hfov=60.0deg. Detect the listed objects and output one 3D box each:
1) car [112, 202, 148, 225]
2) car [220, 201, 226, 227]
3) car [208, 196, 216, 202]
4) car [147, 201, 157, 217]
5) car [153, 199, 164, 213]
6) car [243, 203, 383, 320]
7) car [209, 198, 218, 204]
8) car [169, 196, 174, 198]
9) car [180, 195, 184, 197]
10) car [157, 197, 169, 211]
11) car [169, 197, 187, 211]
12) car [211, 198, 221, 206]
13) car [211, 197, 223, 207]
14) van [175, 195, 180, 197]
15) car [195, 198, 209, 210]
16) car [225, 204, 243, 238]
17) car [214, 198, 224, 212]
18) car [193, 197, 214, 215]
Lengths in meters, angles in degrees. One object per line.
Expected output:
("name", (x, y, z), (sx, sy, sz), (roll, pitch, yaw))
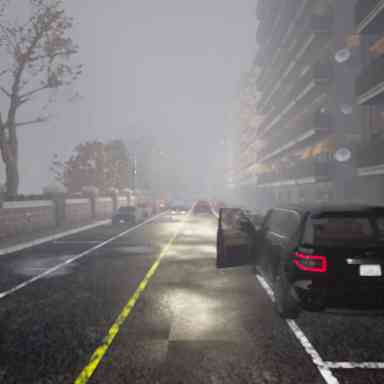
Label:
("car", (-4.907, 1.714, 25.761), (1.947, 1.339, 4.313), (0, 0, 2))
("car", (3.470, 1.648, 25.523), (1.887, 1.381, 4.507), (0, 0, 2))
("car", (5.224, 1.907, 87.429), (1.967, 1.590, 4.097), (0, 0, 2))
("car", (-4.748, 1.755, 31.390), (1.802, 1.307, 4.206), (0, 0, 2))
("car", (-4.588, 1.746, 37.016), (1.887, 1.381, 4.507), (0, 0, 2))
("car", (2.660, 1.243, 7.498), (2.150, 2.045, 5.566), (0, 0, 2))
("car", (4.905, 1.960, 76.174), (1.947, 1.339, 4.313), (0, 0, 2))
("car", (-4.271, 1.583, 48.271), (2.192, 1.841, 5.009), (0, 0, 2))
("car", (-3.471, 2.004, 76.411), (1.947, 1.339, 4.313), (0, 0, 2))
("car", (-4.429, 1.674, 42.642), (1.967, 1.590, 4.097), (0, 0, 2))
("car", (-1.685, 1.780, 44.696), (2.033, 1.411, 5.357), (0, 0, 2))
("car", (4.586, 1.907, 64.917), (1.802, 1.307, 4.206), (0, 0, 2))
("car", (4.426, 1.731, 59.290), (1.967, 1.590, 4.097), (0, 0, 2))
("van", (-3.792, 1.710, 65.156), (1.690, 1.788, 3.998), (0, 0, 2))
("car", (1.399, 1.711, 47.382), (1.882, 1.535, 5.008), (0, 0, 2))
("car", (3.310, 1.628, 19.895), (2.008, 1.369, 4.403), (0, 0, 2))
("car", (4.108, 1.805, 48.032), (1.802, 1.307, 4.206), (0, 0, 2))
("car", (1.168, 1.648, 36.728), (1.882, 1.535, 5.008), (0, 0, 2))
